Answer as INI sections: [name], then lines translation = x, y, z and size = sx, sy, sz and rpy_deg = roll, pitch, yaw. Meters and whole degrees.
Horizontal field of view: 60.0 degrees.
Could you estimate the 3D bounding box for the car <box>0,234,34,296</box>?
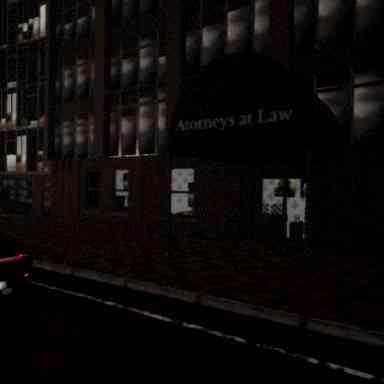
[car]
translation = -5.483, 1.456, 7.258
size = 4.902, 1.511, 2.128
rpy_deg = 0, 0, 33
